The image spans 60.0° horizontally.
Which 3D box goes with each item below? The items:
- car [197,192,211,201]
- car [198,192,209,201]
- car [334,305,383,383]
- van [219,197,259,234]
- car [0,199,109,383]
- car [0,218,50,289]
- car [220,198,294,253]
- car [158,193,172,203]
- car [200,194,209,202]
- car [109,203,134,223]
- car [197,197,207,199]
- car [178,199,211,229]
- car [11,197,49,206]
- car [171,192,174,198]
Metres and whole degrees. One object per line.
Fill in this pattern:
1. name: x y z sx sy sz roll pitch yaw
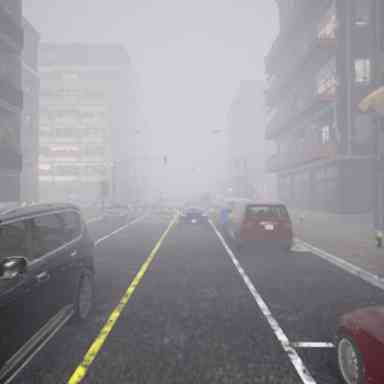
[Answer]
1. car: 2.554 1.019 62.616 2.192 1.841 5.009 1 0 0
2. car: 2.547 0.975 73.741 2.192 1.841 5.009 1 0 0
3. car: 2.547 1.568 2.312 1.802 1.307 4.206 1 0 0
4. van: 2.542 1.240 18.905 1.690 1.788 3.998 1 0 0
5. car: -2.843 1.197 4.074 2.150 2.045 5.566 0 0 0
6. car: -5.302 1.500 7.894 1.887 1.381 4.507 1 0 0
7. car: 2.546 1.241 13.373 2.192 1.841 5.009 1 0 0
8. car: -5.331 1.271 62.568 1.947 1.339 4.313 1 0 0
9. car: 2.547 1.206 68.347 1.752 1.417 4.829 1 0 0
10. car: -5.312 1.456 24.488 1.802 1.307 4.206 1 0 0
11. car: 0.094 1.411 30.414 1.994 1.385 4.181 0 0 0
12. car: 0.091 1.417 20.561 1.812 1.442 4.674 0 0 0
13. car: -24.470 1.439 50.294 4.829 1.417 1.752 0 -1 0
14. car: -5.334 1.247 68.129 1.947 1.339 4.313 1 0 0
